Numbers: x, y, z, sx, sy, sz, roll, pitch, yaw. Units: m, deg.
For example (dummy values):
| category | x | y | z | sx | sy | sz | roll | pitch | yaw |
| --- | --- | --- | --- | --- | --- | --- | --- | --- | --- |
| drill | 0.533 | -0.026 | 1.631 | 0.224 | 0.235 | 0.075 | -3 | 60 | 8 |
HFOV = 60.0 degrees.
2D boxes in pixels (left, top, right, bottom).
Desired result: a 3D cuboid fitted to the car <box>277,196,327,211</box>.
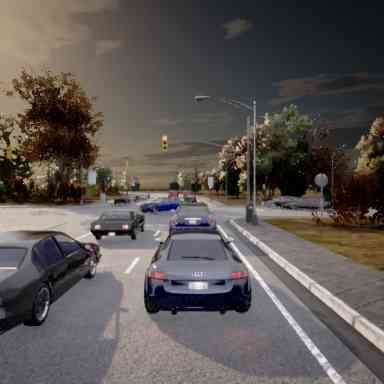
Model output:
| category | x | y | z | sx | sy | sz | roll | pitch | yaw |
| --- | --- | --- | --- | --- | --- | --- | --- | --- | --- |
| car | 12.708 | 1.325 | 37.260 | 5.357 | 1.411 | 2.033 | 0 | 0 | -3 |

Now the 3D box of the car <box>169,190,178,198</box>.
| category | x | y | z | sx | sy | sz | roll | pitch | yaw |
| --- | --- | --- | --- | --- | --- | --- | --- | --- | --- |
| car | -5.170 | 0.446 | 93.598 | 2.150 | 2.045 | 5.566 | 0 | 1 | -7 |

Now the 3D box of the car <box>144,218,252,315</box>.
| category | x | y | z | sx | sy | sz | roll | pitch | yaw |
| --- | --- | --- | --- | --- | --- | --- | --- | --- | --- |
| car | 0.074 | 1.542 | 7.625 | 1.994 | 1.385 | 4.181 | 0 | 0 | -1 |

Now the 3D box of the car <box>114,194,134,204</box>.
| category | x | y | z | sx | sy | sz | roll | pitch | yaw |
| --- | --- | --- | --- | --- | --- | --- | --- | --- | --- |
| car | -10.840 | 1.275 | 52.060 | 1.895 | 1.301 | 4.718 | 0 | 0 | 0 |

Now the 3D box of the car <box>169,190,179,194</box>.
| category | x | y | z | sx | sy | sz | roll | pitch | yaw |
| --- | --- | --- | --- | --- | --- | --- | --- | --- | --- |
| car | -4.329 | 0.594 | 82.857 | 2.150 | 2.045 | 5.566 | 0 | 1 | -3 |

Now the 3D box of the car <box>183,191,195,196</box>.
| category | x | y | z | sx | sy | sz | roll | pitch | yaw |
| --- | --- | --- | --- | --- | --- | --- | --- | --- | --- |
| car | -0.210 | 1.128 | 55.547 | 1.882 | 1.535 | 5.008 | 0 | 1 | 0 |

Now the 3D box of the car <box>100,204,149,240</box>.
| category | x | y | z | sx | sy | sz | roll | pitch | yaw |
| --- | --- | --- | --- | --- | --- | --- | --- | --- | --- |
| car | -3.493 | 1.520 | 16.578 | 1.895 | 1.301 | 4.718 | 0 | 0 | -1 |

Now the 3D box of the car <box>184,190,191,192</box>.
| category | x | y | z | sx | sy | sz | roll | pitch | yaw |
| --- | --- | --- | --- | --- | --- | --- | --- | --- | --- |
| car | -1.184 | 0.520 | 88.333 | 2.150 | 2.045 | 5.566 | 0 | 1 | -6 |

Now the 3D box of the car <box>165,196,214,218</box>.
| category | x | y | z | sx | sy | sz | roll | pitch | yaw |
| --- | --- | --- | --- | --- | --- | --- | --- | --- | --- |
| car | 0.028 | 1.273 | 16.259 | 2.097 | 1.767 | 4.553 | 0 | 0 | 0 |

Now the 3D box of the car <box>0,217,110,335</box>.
| category | x | y | z | sx | sy | sz | roll | pitch | yaw |
| --- | --- | --- | --- | --- | --- | --- | --- | --- | --- |
| car | -3.423 | 1.529 | 6.933 | 2.033 | 1.411 | 5.357 | 0 | 0 | -1 |

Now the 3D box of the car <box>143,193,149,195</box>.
| category | x | y | z | sx | sy | sz | roll | pitch | yaw |
| --- | --- | --- | --- | --- | --- | --- | --- | --- | --- |
| car | -10.913 | 1.104 | 71.119 | 1.895 | 1.301 | 4.718 | 0 | 1 | -1 |

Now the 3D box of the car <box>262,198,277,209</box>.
| category | x | y | z | sx | sy | sz | roll | pitch | yaw |
| --- | --- | --- | --- | --- | --- | --- | --- | --- | --- |
| car | 11.066 | 1.245 | 40.667 | 4.902 | 1.511 | 2.128 | 0 | 0 | -4 |

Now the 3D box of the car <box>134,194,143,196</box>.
| category | x | y | z | sx | sy | sz | roll | pitch | yaw |
| --- | --- | --- | --- | --- | --- | --- | --- | --- | --- |
| car | -10.860 | 1.097 | 61.162 | 2.128 | 1.511 | 4.902 | 0 | 0 | 0 |

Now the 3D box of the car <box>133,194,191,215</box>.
| category | x | y | z | sx | sy | sz | roll | pitch | yaw |
| --- | --- | --- | --- | --- | --- | --- | --- | --- | --- |
| car | -2.806 | 1.290 | 32.023 | 5.008 | 1.535 | 1.882 | 0 | 0 | -42 |
